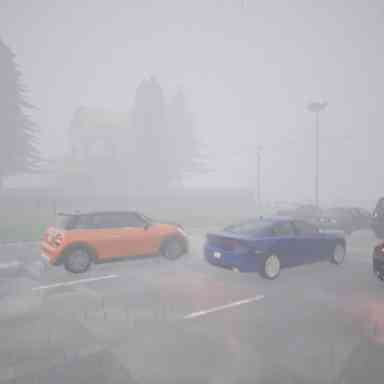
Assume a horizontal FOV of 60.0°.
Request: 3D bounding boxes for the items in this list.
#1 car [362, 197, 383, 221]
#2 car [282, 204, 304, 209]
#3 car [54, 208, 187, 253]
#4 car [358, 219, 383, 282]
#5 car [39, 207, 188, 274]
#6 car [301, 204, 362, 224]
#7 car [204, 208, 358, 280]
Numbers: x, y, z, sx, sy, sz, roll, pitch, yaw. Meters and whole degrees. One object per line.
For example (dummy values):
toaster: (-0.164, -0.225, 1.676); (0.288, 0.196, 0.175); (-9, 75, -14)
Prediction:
car: (10.686, 1.190, 15.757); (5.566, 2.045, 2.150); (0, 0, -36)
car: (7.432, 1.492, 22.047); (4.674, 1.442, 1.812); (0, 0, -36)
car: (-2.977, 1.536, 14.557); (5.357, 1.411, 2.033); (0, 0, -36)
car: (6.447, 1.487, 8.409); (4.892, 1.490, 1.837); (0, 0, -36)
car: (-2.341, 1.344, 10.745); (4.553, 1.767, 2.097); (0, 0, -35)
car: (8.798, 1.515, 18.713); (5.357, 1.411, 2.033); (0, 0, -36)
car: (2.661, 1.463, 10.001); (5.008, 1.535, 1.882); (0, 0, -36)
